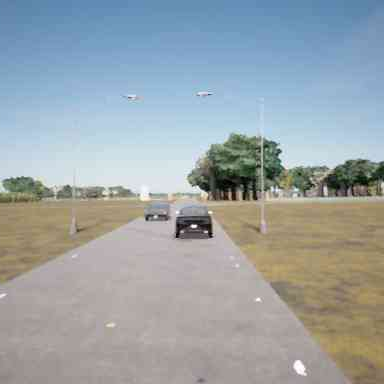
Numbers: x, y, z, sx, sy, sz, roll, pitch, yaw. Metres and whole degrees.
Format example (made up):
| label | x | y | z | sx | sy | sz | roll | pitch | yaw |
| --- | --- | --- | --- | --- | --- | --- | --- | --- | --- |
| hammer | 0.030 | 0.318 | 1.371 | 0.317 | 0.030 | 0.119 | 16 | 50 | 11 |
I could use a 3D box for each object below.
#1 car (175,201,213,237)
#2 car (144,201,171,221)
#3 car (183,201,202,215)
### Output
| label | x | y | z | sx | sy | sz | roll | pitch | yaw |
| --- | --- | --- | --- | --- | --- | --- | --- | --- | --- |
| car | 0.097 | 1.496 | 18.367 | 1.882 | 1.535 | 5.008 | 0 | 0 | 0 |
| car | -2.754 | 1.491 | 27.788 | 2.033 | 1.411 | 5.357 | 0 | 0 | 0 |
| car | 0.094 | 1.651 | 35.600 | 1.895 | 1.301 | 4.718 | 0 | 0 | 0 |
